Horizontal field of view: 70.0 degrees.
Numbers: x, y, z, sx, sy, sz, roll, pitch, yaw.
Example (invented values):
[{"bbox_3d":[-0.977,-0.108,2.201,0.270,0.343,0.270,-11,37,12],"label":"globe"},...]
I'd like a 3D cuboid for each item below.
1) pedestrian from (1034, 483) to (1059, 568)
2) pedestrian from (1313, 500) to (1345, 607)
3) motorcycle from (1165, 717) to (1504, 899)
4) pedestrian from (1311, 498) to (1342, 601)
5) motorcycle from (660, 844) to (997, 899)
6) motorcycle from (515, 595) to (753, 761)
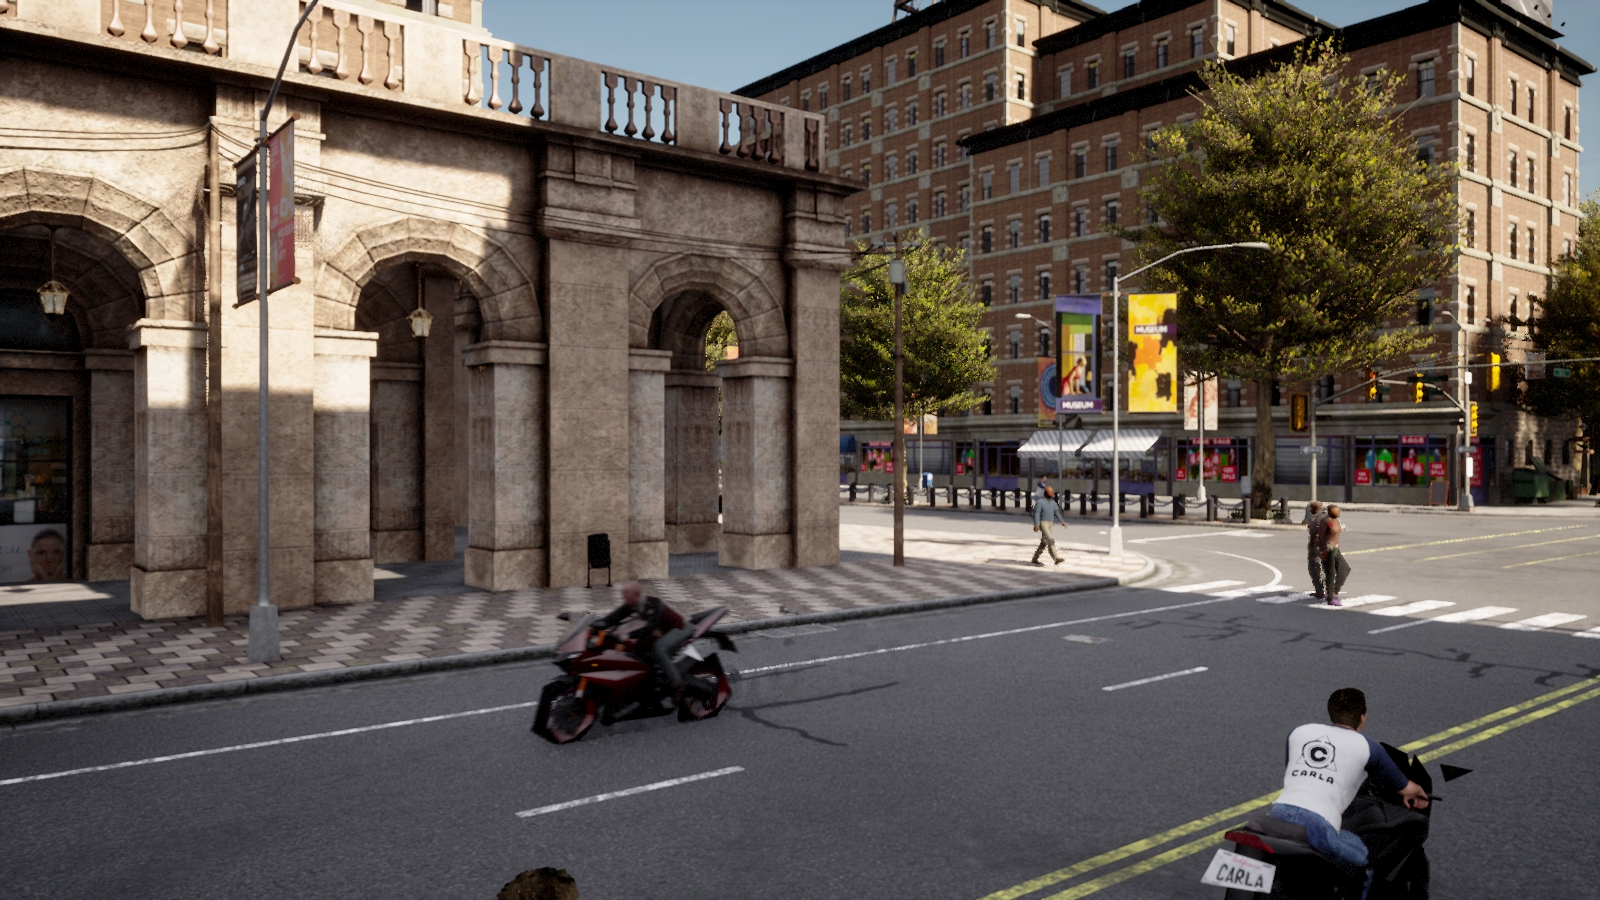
[{"bbox_3d":[5.500,1.671,25.494,0.375,1.860,0.375,0,0,-36],"label":"pedestrian"},{"bbox_3d":[9.396,1.824,20.294,0.375,1.860,0.375,0,0,-32],"label":"pedestrian"},{"bbox_3d":[2.873,2.204,6.036,2.033,1.145,0.803,0,0,-38],"label":"motorcycle"},{"bbox_3d":[9.749,1.823,21.159,0.375,1.860,0.375,0,0,-31],"label":"pedestrian"},{"bbox_3d":[-0.456,2.166,3.411,2.356,1.277,0.764,0,0,-38],"label":"motorcycle"},{"bbox_3d":[-1.617,2.197,11.378,2.209,1.251,0.867,0,0,-38],"label":"motorcycle"}]
